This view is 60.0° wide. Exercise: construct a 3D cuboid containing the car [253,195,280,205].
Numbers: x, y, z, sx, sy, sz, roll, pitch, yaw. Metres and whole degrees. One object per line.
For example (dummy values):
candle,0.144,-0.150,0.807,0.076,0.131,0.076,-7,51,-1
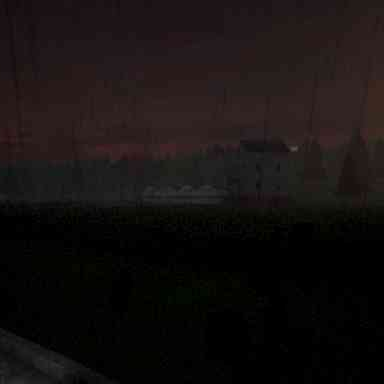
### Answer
car,12.699,1.421,57.004,4.605,1.855,1.932,-1,0,35
